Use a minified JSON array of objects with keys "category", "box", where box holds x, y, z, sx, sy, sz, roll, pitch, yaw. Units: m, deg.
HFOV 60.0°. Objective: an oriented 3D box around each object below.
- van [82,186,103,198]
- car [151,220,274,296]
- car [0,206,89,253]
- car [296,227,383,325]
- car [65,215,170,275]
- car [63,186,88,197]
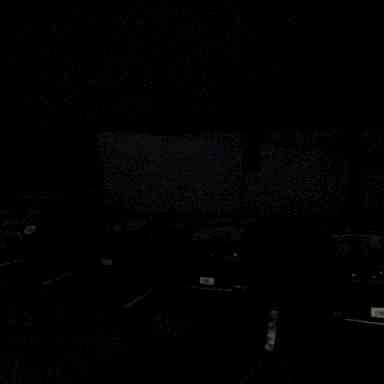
[{"category":"van","box":[-20.099,-0.066,67.170,4.442,1.987,1.878,4,7,40]},{"category":"car","box":[0.985,1.500,8.785,2.231,1.521,4.892,0,-1,17]},{"category":"car","box":[-6.070,1.416,14.160,2.185,1.767,4.553,0,-1,18]},{"category":"car","box":[3.379,1.489,7.046,2.231,1.521,4.892,0,-1,16]},{"category":"car","box":[-1.391,1.512,10.544,2.231,1.521,4.892,0,-1,17]},{"category":"car","box":[-22.779,0.320,65.763,5.008,1.535,2.097,4,7,40]}]
